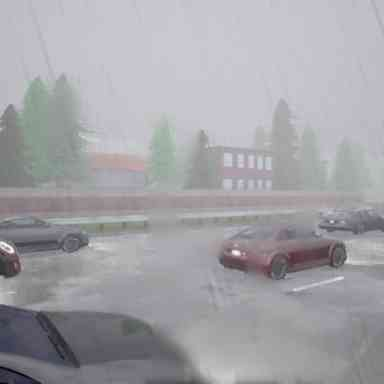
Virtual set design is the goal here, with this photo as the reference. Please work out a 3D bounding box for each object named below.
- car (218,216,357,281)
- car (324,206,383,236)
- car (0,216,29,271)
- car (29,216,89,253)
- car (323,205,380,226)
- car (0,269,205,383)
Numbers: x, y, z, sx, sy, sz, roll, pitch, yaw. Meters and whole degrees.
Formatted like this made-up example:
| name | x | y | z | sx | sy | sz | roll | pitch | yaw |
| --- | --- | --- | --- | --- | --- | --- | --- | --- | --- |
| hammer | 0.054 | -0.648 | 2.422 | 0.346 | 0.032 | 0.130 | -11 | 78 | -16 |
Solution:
| name | x | y | z | sx | sy | sz | roll | pitch | yaw |
| --- | --- | --- | --- | --- | --- | --- | --- | --- | --- |
| car | 2.812 | 1.603 | 10.051 | 4.181 | 1.385 | 1.994 | 0 | 0 | -35 |
| car | 9.457 | 1.637 | 19.094 | 5.357 | 1.411 | 2.033 | 0 | 0 | -36 |
| car | -6.520 | 1.347 | 7.694 | 4.553 | 1.767 | 2.097 | 0 | 0 | -36 |
| car | -6.027 | 1.575 | 12.344 | 4.181 | 1.385 | 1.994 | 0 | 0 | -36 |
| car | 12.218 | 1.719 | 25.361 | 4.718 | 1.301 | 1.895 | 0 | 0 | -35 |
| car | -1.900 | 1.563 | 2.391 | 4.181 | 1.385 | 1.994 | 0 | 0 | -36 |
